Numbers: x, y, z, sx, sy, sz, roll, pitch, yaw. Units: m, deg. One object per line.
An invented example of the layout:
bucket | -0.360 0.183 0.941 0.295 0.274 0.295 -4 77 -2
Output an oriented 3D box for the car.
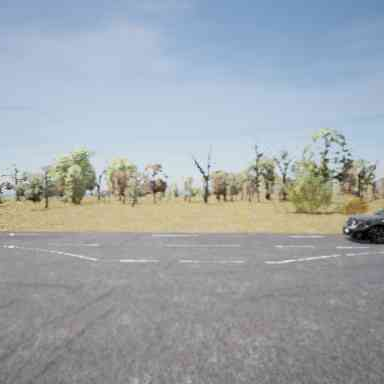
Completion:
car | 10.173 1.459 15.588 5.566 2.045 2.150 -1 0 7
